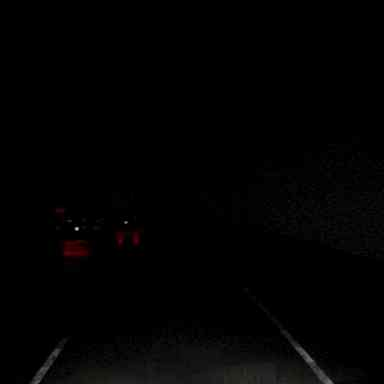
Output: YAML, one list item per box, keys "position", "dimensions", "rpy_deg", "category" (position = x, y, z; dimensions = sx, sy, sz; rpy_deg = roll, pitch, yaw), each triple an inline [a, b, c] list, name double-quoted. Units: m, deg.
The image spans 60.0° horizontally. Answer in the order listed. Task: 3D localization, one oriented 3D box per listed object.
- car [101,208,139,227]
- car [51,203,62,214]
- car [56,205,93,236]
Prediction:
- position: [-5.690, 1.914, 25.693]
  dimensions: [1.895, 1.301, 4.718]
  rpy_deg: [0, -1, -26]
  category: "car"
- position: [-16.499, 2.009, 39.031]
  dimensions: [5.008, 1.535, 1.882]
  rpy_deg: [-1, -1, 41]
  category: "car"
- position: [-7.164, 1.775, 20.470]
  dimensions: [1.837, 1.490, 4.892]
  rpy_deg: [0, 0, -21]
  category: "car"
